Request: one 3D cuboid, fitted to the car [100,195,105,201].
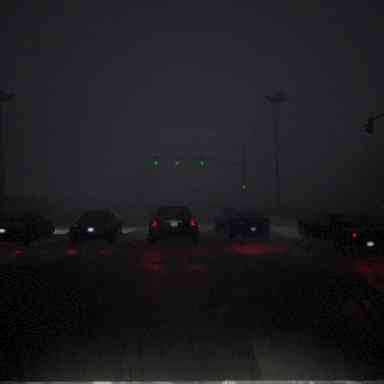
[{"bbox_3d":[-22.771,1.464,78.873,5.008,1.535,1.882,0,0,33],"label":"car"}]

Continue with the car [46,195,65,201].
[{"bbox_3d":[-33.128,1.480,80.588,4.181,1.385,1.994,0,0,23],"label":"car"}]

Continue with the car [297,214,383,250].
[{"bbox_3d":[6.254,1.583,14.252,1.895,1.301,4.718,0,0,-5],"label":"car"}]

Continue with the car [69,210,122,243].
[{"bbox_3d":[-4.527,1.561,16.056,1.994,1.385,4.181,0,0,-7],"label":"car"}]

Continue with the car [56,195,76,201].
[{"bbox_3d":[-31.701,1.440,83.784,4.674,1.442,1.812,0,0,23],"label":"car"}]

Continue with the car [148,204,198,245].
[{"bbox_3d":[-0.970,1.344,15.713,2.097,1.767,4.553,0,0,-6],"label":"car"}]

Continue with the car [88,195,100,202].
[{"bbox_3d":[-24.013,1.515,75.484,4.902,1.511,2.128,0,0,33],"label":"car"}]

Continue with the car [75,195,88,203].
[{"bbox_3d":[-25.461,1.472,72.238,5.008,1.535,1.882,0,0,37],"label":"car"}]

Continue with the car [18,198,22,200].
[{"bbox_3d":[-36.395,1.549,74.366,4.718,1.301,1.895,0,0,19],"label":"car"}]

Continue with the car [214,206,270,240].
[{"bbox_3d":[2.405,1.464,17.005,1.882,1.535,5.008,0,0,-7],"label":"car"}]

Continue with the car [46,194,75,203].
[{"bbox_3d":[-27.400,1.538,69.312,5.357,1.411,2.033,0,0,37],"label":"car"}]

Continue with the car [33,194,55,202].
[{"bbox_3d":[-34.527,1.295,77.381,4.553,1.767,2.097,0,0,23],"label":"car"}]

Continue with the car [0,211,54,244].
[{"bbox_3d":[-8.004,1.566,15.666,1.994,1.385,4.181,0,0,-7],"label":"car"}]

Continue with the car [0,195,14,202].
[{"bbox_3d":[-41.330,1.493,72.400,5.008,1.535,1.882,0,0,15],"label":"car"}]

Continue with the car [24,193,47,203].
[{"bbox_3d":[-31.626,1.231,67.972,5.566,2.045,2.150,0,0,33],"label":"car"}]
